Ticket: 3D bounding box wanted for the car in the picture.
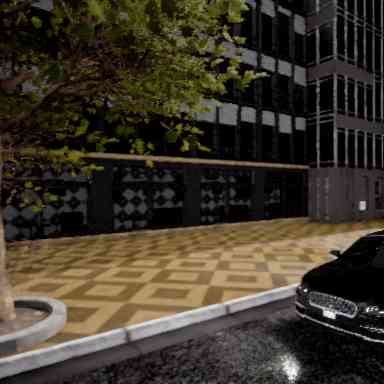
[{"bbox_3d":[3.952,1.504,6.134,4.892,1.490,1.837,0,0,-35],"label":"car"}]
